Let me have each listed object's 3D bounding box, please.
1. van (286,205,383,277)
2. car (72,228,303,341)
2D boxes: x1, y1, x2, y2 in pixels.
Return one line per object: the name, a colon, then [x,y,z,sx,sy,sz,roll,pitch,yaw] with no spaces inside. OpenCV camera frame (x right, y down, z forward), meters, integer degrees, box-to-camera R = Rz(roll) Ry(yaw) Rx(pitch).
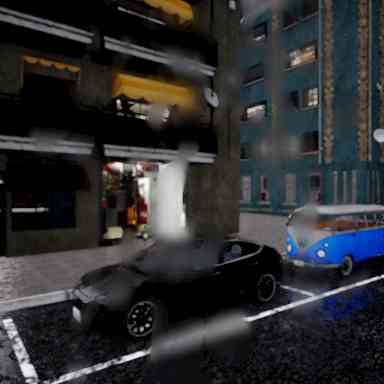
van: [4.452,1.283,9.725,3.998,1.788,1.690,0,1,-35]
car: [-0.045,1.543,6.519,4.313,1.339,1.947,0,1,-35]
